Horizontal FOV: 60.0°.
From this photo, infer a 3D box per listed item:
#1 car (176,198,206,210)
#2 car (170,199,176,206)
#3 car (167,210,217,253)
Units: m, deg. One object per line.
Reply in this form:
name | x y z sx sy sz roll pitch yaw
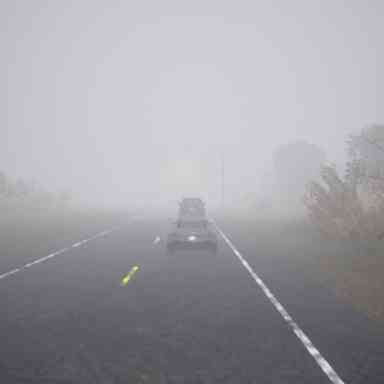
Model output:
car | 0.007 1.501 29.023 2.150 2.045 5.566 0 0 0
car | -3.550 2.257 71.008 2.033 1.411 5.357 0 -1 0
car | 0.008 1.703 14.319 1.994 1.385 4.181 0 -1 0
